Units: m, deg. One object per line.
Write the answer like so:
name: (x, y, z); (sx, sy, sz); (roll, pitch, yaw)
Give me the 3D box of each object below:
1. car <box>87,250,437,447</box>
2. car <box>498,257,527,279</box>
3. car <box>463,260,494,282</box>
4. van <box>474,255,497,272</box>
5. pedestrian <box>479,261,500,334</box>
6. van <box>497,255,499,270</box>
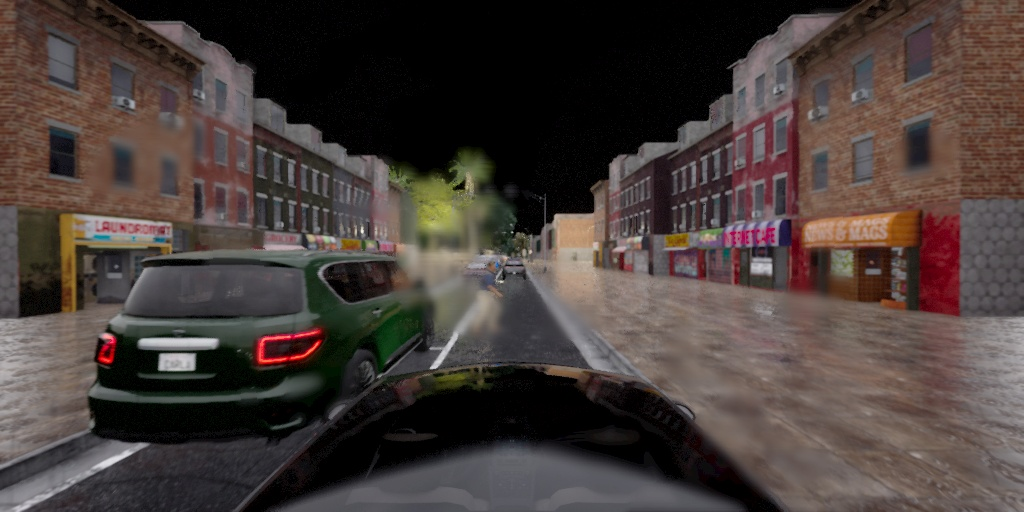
car: (-2.738, 0.942, 5.627); (2.150, 2.045, 5.566); (0, 0, 0)
car: (0.182, 1.046, 29.060); (2.128, 1.511, 4.902); (0, 0, 0)
car: (-2.559, 1.150, 26.571); (1.802, 1.307, 4.207); (0, 0, 0)
van: (-2.542, 0.875, 32.035); (1.690, 1.789, 3.998); (0, 0, 0)
pedestrian: (-0.556, 0.986, 8.873); (0.375, 1.860, 0.375); (0, 0, 0)
van: (-2.524, 0.841, 37.500); (1.690, 1.789, 3.998); (0, 0, 0)
